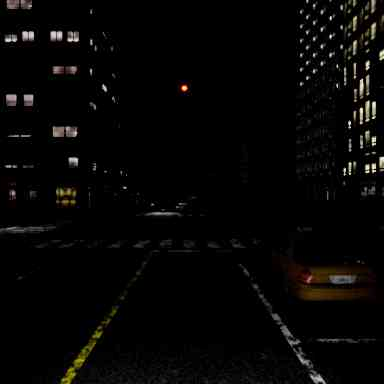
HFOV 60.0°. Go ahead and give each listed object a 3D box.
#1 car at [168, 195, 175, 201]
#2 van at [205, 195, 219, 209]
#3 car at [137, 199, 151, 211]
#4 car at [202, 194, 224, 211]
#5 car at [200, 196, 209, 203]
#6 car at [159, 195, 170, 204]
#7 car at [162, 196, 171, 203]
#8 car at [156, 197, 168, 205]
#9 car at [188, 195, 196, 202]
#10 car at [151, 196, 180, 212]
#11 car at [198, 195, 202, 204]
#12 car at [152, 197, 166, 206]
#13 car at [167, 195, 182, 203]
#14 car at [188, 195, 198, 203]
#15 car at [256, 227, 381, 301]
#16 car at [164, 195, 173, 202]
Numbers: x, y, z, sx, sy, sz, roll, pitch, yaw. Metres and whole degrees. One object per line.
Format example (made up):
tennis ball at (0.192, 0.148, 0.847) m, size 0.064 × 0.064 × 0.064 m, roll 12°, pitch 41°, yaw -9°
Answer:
car at (-5.567, 1.624, 90.072) m, size 1.752 × 1.417 × 4.829 m, roll 0°, pitch 0°, yaw 0°
van at (2.750, 1.363, 46.016) m, size 1.690 × 1.788 × 3.998 m, roll 0°, pitch 0°, yaw 0°
car at (-5.636, 1.567, 40.502) m, size 2.008 × 1.369 × 4.403 m, roll 0°, pitch 0°, yaw 0°
car at (2.742, 1.332, 40.490) m, size 2.192 × 1.841 × 5.009 m, roll 0°, pitch 0°, yaw 0°
car at (2.790, 1.611, 73.650) m, size 1.887 × 1.381 × 4.507 m, roll 0°, pitch 0°, yaw 0°
car at (-5.599, 1.496, 68.135) m, size 1.967 × 1.590 × 4.097 m, roll 0°, pitch 0°, yaw 0°
car at (-5.590, 1.648, 73.662) m, size 1.802 × 1.307 × 4.206 m, roll 0°, pitch 0°, yaw 0°
car at (-5.606, 1.591, 62.607) m, size 1.887 × 1.381 × 4.507 m, roll 0°, pitch 0°, yaw 0°
car at (0.112, 1.556, 80.177) m, size 1.882 × 1.535 × 5.008 m, roll 0°, pitch 0°, yaw 0°
car at (-3.019, 1.563, 39.306) m, size 2.033 × 1.411 × 5.357 m, roll 0°, pitch 0°, yaw 4°
car at (2.773, 1.361, 62.596) m, size 2.192 × 1.841 × 5.009 m, roll 0°, pitch 0°, yaw 0°
car at (-5.613, 1.588, 57.081) m, size 2.008 × 1.369 × 4.403 m, roll 0°, pitch 0°, yaw 0°
car at (-3.021, 1.577, 52.077) m, size 2.033 × 1.411 × 5.357 m, roll 0°, pitch 0°, yaw 0°
car at (0.188, 1.660, 70.177) m, size 1.895 × 1.301 × 4.718 m, roll 0°, pitch 0°, yaw 0°
car at (2.698, 1.526, 8.247) m, size 1.752 × 1.417 × 4.829 m, roll 0°, pitch 0°, yaw 0°
car at (-5.583, 1.516, 79.188) m, size 1.967 × 1.590 × 4.097 m, roll 0°, pitch 0°, yaw 0°
